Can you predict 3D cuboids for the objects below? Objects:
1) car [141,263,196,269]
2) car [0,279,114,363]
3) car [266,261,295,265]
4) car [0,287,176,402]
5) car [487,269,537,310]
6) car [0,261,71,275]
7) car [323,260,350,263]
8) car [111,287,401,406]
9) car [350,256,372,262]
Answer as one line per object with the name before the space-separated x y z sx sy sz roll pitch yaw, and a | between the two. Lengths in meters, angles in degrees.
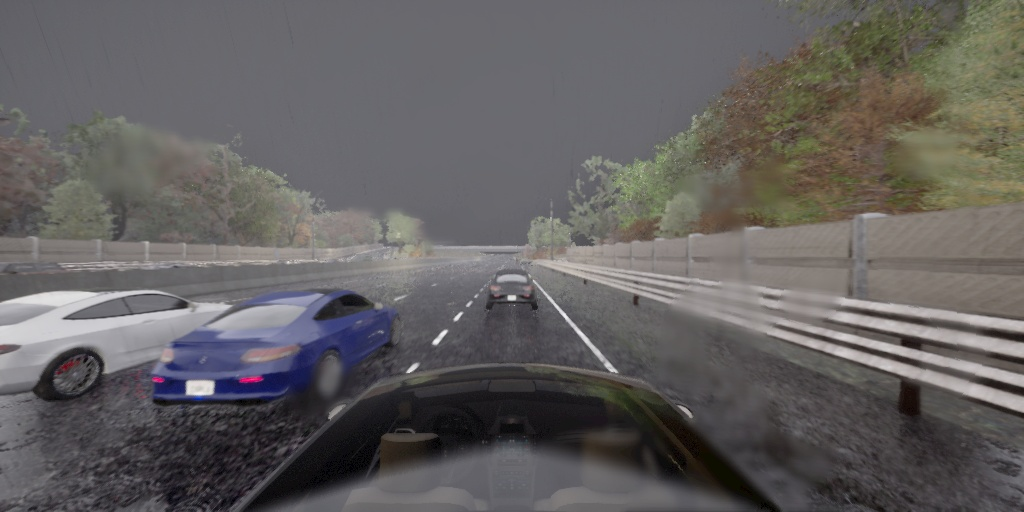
car | -21.090 1.208 21.731 2.128 1.511 4.902 0 0 0
car | -10.401 1.265 6.218 1.812 1.442 4.674 0 0 0
car | -31.513 1.336 49.229 1.895 1.301 4.718 0 0 0
car | -6.915 1.266 6.246 1.812 1.442 4.674 0 0 0
car | -0.003 1.254 14.497 1.812 1.442 4.674 0 0 0
car | -24.593 1.073 17.370 2.097 1.767 4.553 0 0 0
car | -28.030 1.264 56.003 2.033 1.411 5.357 0 0 1
car | -3.400 1.266 6.213 1.812 1.442 4.674 0 0 0
car | -24.528 0.975 58.162 2.150 2.045 5.566 0 0 0
